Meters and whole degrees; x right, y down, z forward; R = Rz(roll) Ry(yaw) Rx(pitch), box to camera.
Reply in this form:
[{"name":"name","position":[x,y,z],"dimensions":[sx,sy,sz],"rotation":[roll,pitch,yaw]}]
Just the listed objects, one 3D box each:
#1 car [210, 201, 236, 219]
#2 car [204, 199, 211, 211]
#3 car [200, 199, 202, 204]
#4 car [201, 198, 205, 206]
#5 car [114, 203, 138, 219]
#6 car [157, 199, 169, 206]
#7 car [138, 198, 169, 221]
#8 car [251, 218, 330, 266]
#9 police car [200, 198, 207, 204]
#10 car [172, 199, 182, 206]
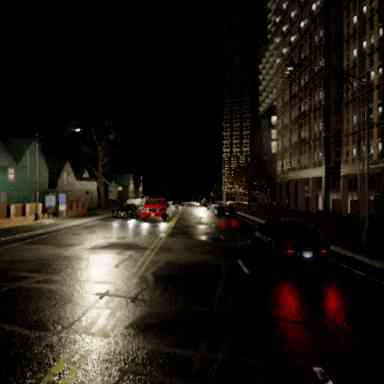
[{"name":"car","position":[3.355,1.880,33.877],"dimensions":[2.128,1.511,4.902],"rotation":[0,-1,0]},{"name":"car","position":[3.258,2.123,50.757],"dimensions":[1.812,1.442,4.674],"rotation":[0,-1,0]},{"name":"car","position":[3.261,2.384,72.764],"dimensions":[1.837,1.490,4.892],"rotation":[0,-1,0]},{"name":"car","position":[3.259,2.283,61.760],"dimensions":[2.033,1.411,5.357],"rotation":[0,-1,0]},{"name":"car","position":[-6.587,1.894,33.851],"dimensions":[1.837,1.490,4.892],"rotation":[0,-1,0]},{"name":"car","position":[-6.488,2.333,74.488],"dimensions":[2.128,1.511,4.902],"rotation":[0,-1,0]},{"name":"car","position":[-3.343,1.576,31.096],"dimensions":[2.150,2.045,5.566],"rotation":[0,-1,0]},{"name":"car","position":[3.353,1.657,11.940],"dimensions":[1.812,1.442,4.674],"rotation":[0,-1,0]},{"name":"police car","position":[3.264,2.606,94.881],"dimensions":[1.930,1.638,5.238],"rotation":[0,-1,0]},{"name":"car","position":[-3.238,2.217,72.197],"dimensions":[1.812,1.442,4.674],"rotation":[0,-1,0]}]
